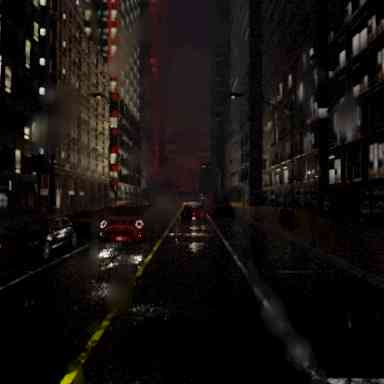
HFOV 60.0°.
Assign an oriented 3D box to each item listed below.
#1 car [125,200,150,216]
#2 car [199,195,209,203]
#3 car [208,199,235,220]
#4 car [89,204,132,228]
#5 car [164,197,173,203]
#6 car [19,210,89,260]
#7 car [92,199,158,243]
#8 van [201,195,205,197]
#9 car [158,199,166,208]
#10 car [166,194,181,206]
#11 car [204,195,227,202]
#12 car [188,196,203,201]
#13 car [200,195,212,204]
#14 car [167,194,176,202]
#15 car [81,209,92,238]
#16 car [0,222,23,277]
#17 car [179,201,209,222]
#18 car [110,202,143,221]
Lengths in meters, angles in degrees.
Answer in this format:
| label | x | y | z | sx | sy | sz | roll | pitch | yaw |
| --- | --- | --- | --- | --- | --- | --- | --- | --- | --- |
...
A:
| label | x | y | z | sx | sy | sz | roll | pitch | yaw |
| --- | --- | --- | --- | --- | --- | --- | --- | --- | --- |
| car | -5.624 | 1.648 | 34.758 | 1.887 | 1.381 | 4.507 | 1 | 0 | 0 |
| car | 2.827 | 1.556 | 79.447 | 2.192 | 1.841 | 5.009 | 1 | 0 | 0 |
| car | 2.748 | 1.632 | 29.251 | 1.887 | 1.381 | 4.507 | 1 | 0 | 0 |
| car | -5.641 | 1.621 | 23.607 | 2.008 | 1.369 | 4.403 | 1 | 0 | 0 |
| car | -5.559 | 1.822 | 79.358 | 1.802 | 1.307 | 4.206 | 1 | 0 | 0 |
| car | -5.657 | 1.588 | 12.457 | 2.008 | 1.369 | 4.403 | 1 | 0 | 0 |
| car | -3.074 | 1.400 | 16.376 | 2.097 | 1.767 | 4.553 | 0 | 0 | 0 |
| van | 2.785 | 1.495 | 51.560 | 1.690 | 1.788 | 3.998 | 1 | 0 | 0 |
| car | -5.600 | 1.704 | 51.483 | 2.008 | 1.369 | 4.403 | 1 | 0 | 0 |
| car | -2.960 | 1.527 | 58.383 | 2.097 | 1.767 | 4.553 | 0 | 0 | 1 |
| car | 2.761 | 1.419 | 34.829 | 2.192 | 1.841 | 5.009 | 1 | 0 | 0 |
| car | 0.168 | 1.661 | 45.339 | 1.812 | 1.442 | 4.674 | 0 | 0 | 0 |
| car | 2.810 | 1.521 | 68.292 | 2.192 | 1.841 | 5.009 | 1 | 0 | 0 |
| car | -5.537 | 1.591 | 90.509 | 2.192 | 1.841 | 5.009 | 1 | 0 | 0 |
| car | -5.649 | 1.598 | 18.032 | 1.887 | 1.381 | 4.507 | 1 | 0 | 0 |
| car | -5.665 | 1.565 | 6.882 | 1.887 | 1.381 | 4.507 | 1 | 0 | 0 |
| car | 0.141 | 1.681 | 26.943 | 1.895 | 1.301 | 4.718 | 0 | 0 | 0 |
| car | -5.633 | 1.653 | 29.182 | 1.947 | 1.339 | 4.313 | 1 | 0 | 0 |
